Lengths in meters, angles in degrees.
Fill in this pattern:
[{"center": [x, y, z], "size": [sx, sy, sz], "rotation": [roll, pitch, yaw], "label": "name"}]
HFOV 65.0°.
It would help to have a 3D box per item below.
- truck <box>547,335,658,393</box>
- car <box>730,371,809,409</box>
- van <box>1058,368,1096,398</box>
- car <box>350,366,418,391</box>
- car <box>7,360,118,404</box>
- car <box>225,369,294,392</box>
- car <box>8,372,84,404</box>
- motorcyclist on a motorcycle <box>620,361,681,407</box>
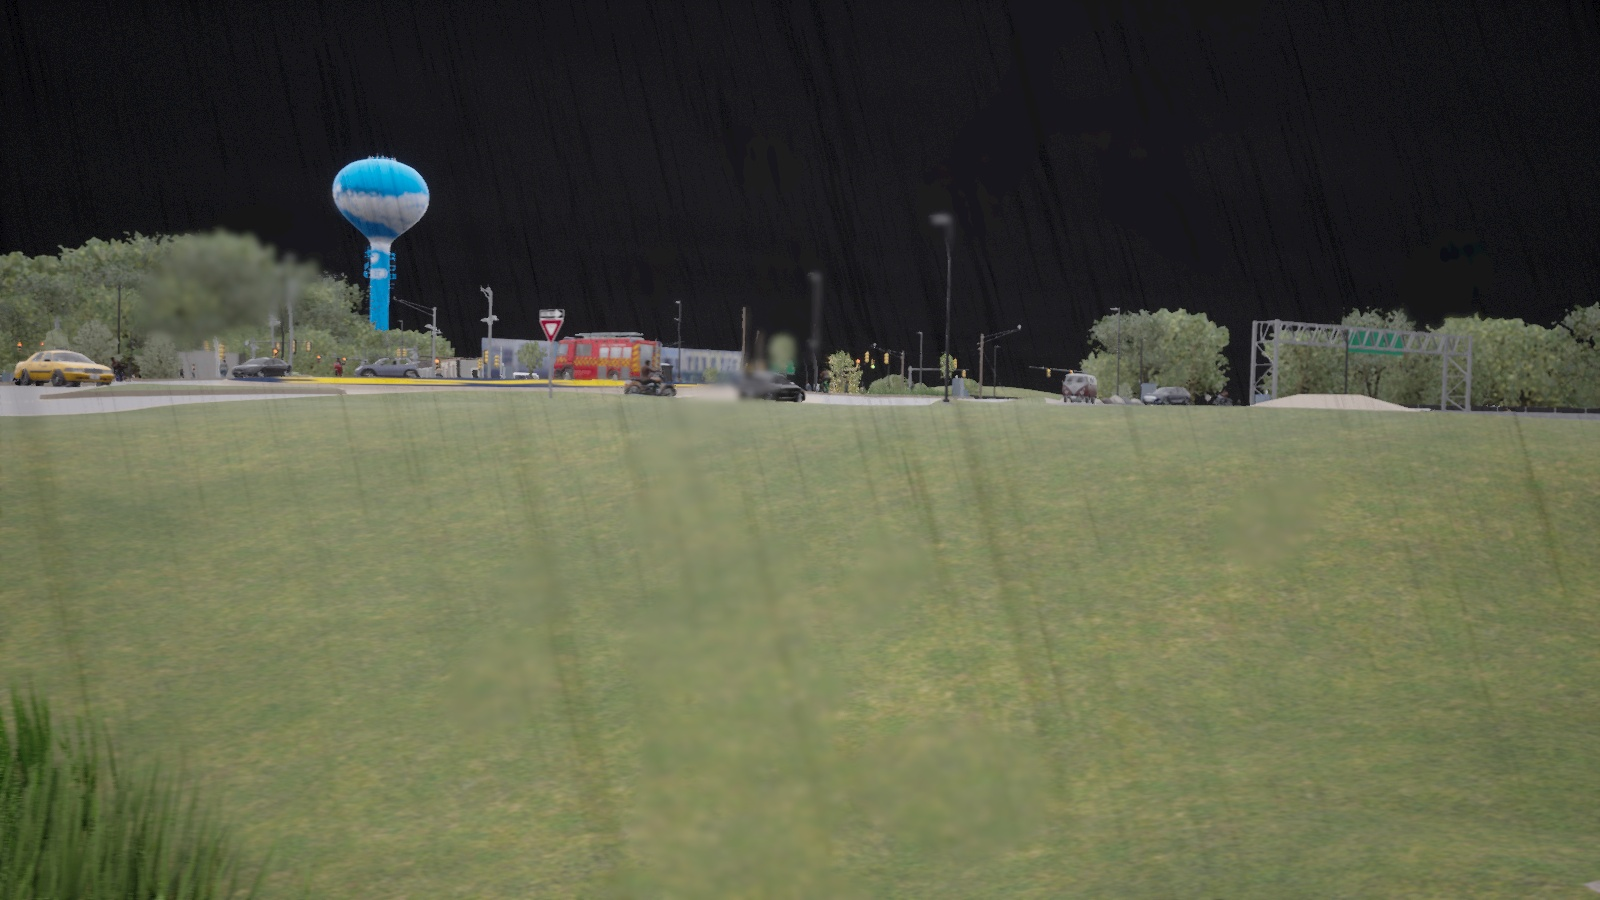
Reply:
[{"center": [-14.270, -6.101, 90.162], "size": [8.468, 3.827, 2.891], "rotation": [2, 1, 39], "label": "truck"}, {"center": [-1.412, -2.904, 60.107], "size": [1.816, 1.474, 4.193], "rotation": [9, 8, 28], "label": "car"}, {"center": [18.883, -4.540, 85.353], "size": [1.775, 1.987, 4.442], "rotation": [2, 3, 22], "label": "van"}, {"center": [-25.964, -4.476, 78.447], "size": [3.806, 1.475, 1.970], "rotation": [-2, 2, -24], "label": "car"}, {"center": [-28.530, -2.586, 48.489], "size": [5.366, 1.575, 1.801], "rotation": [2, 1, 38], "label": "car"}, {"center": [-36.735, -4.743, 85.479], "size": [1.837, 1.490, 4.892], "rotation": [1, 4, 12], "label": "car"}, {"center": [-35.589, -2.906, 59.380], "size": [1.812, 1.442, 4.674], "rotation": [0, 2, -15], "label": "car"}, {"center": [-5.645, -2.479, 47.604], "size": [0.766, 1.649, 2.350], "rotation": [1, 1, 44], "label": "motorcyclist on a motorcycle"}]
